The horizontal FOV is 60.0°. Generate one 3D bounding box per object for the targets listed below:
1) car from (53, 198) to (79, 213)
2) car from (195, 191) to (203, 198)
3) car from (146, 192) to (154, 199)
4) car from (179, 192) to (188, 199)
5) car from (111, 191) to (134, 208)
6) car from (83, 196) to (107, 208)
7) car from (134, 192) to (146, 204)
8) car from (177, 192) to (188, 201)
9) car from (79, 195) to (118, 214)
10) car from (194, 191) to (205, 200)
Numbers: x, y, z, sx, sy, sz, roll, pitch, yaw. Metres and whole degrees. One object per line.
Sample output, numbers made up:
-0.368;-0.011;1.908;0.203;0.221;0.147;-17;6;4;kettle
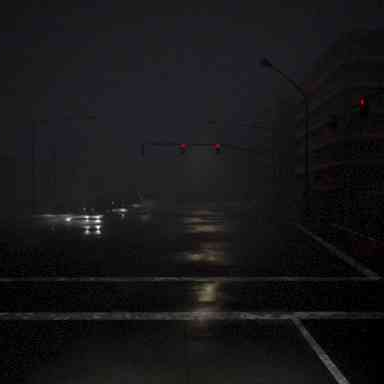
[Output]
-13.000;1.346;35.436;1.882;1.535;5.008;0;1;1;car
1.616;0.609;75.807;1.837;1.490;4.892;0;1;1;car
-8.969;0.656;69.161;2.033;1.411;5.357;0;1;1;car
-1.882;0.742;75.897;2.033;1.411;5.357;0;1;1;car
-9.394;1.106;43.410;2.097;1.767;4.553;0;1;1;car
-12.887;1.302;44.426;1.994;1.385;4.181;0;1;0;car
-9.266;1.130;53.213;2.033;1.411;5.357;0;1;1;car
-1.921;0.917;65.246;2.033;1.411;5.357;0;1;1;car
-9.512;1.369;34.369;2.128;1.511;4.902;0;1;1;car
1.489;0.711;65.761;2.097;1.767;4.553;0;1;1;car
